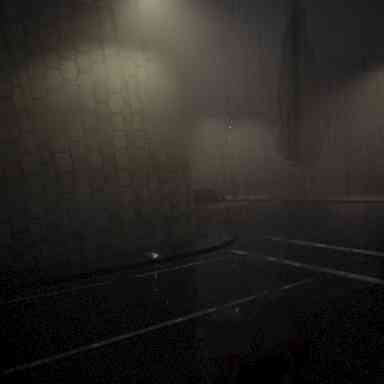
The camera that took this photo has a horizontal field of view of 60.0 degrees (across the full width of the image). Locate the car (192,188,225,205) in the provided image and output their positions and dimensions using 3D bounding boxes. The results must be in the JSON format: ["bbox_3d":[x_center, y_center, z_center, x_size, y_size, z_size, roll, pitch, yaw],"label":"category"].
[{"bbox_3d":[1.136,0.411,31.921,1.837,1.490,4.892,-8,4,-36],"label":"car"}]
